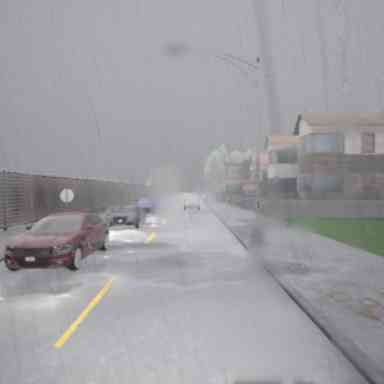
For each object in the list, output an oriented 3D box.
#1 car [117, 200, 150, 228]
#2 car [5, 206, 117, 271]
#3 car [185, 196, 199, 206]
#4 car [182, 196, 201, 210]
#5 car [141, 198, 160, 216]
[{"bbox_3d":[-4.085,1.440,20.918,1.994,1.385,4.181,0,0,0],"label":"car"},{"bbox_3d":[-4.090,1.413,10.912,1.882,1.535,5.008,0,0,0],"label":"car"},{"bbox_3d":[0.004,1.276,49.105,1.994,1.385,4.181,0,0,0],"label":"car"},{"bbox_3d":[0.002,1.296,39.027,1.812,1.442,4.674,0,0,0],"label":"car"},{"bbox_3d":[-4.070,1.295,30.925,1.882,1.535,5.008,0,0,0],"label":"car"}]
